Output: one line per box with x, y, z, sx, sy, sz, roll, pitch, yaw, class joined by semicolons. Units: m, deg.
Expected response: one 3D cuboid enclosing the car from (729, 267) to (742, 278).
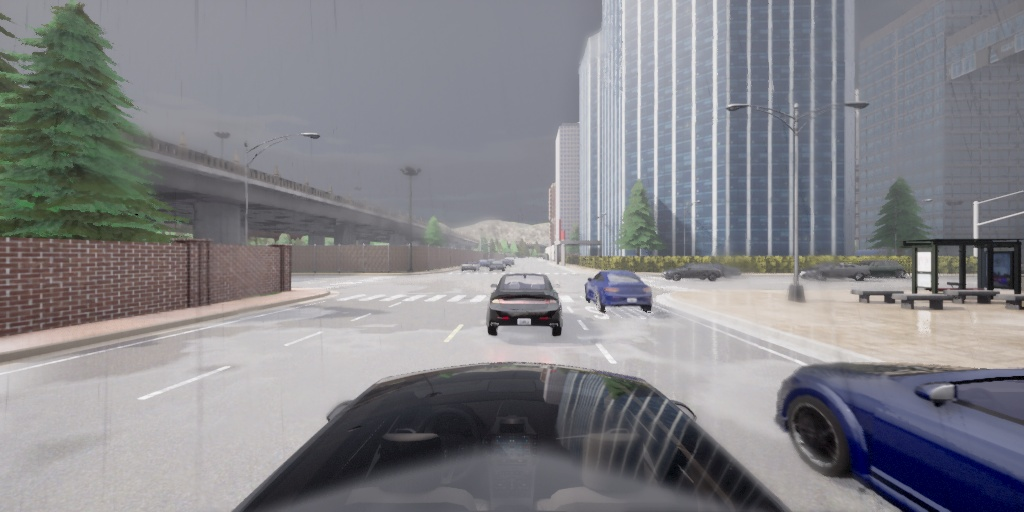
18.170;1.353;33.257;5.357;1.411;2.033;0;0;2;car

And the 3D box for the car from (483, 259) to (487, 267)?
-4.793;1.275;59.998;1.812;1.442;4.674;0;0;3;car

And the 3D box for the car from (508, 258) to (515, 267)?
-1.118;1.297;63.928;2.033;1.411;5.357;0;0;3;car

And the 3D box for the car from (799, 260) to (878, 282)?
26.258;1.295;29.418;4.902;1.511;2.128;0;0;2;car

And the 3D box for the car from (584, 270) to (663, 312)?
4.029;1.275;14.042;1.812;1.442;4.674;0;0;2;car

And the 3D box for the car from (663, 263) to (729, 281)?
14.954;1.331;29.875;4.674;1.442;1.812;0;0;3;car

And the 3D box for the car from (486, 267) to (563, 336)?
0.372;1.242;10.369;2.128;1.511;4.902;0;0;2;car

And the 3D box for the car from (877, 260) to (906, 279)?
32.680;1.157;32.638;4.553;1.767;2.097;0;0;3;car

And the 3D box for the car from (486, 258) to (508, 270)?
-1.848;1.276;46.525;1.812;1.442;4.674;0;0;2;car

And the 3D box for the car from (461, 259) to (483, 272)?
-5.361;1.351;46.316;1.895;1.301;4.718;0;0;2;car

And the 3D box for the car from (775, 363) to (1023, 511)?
3.771;1.314;2.061;1.994;1.385;4.181;0;0;0;car
